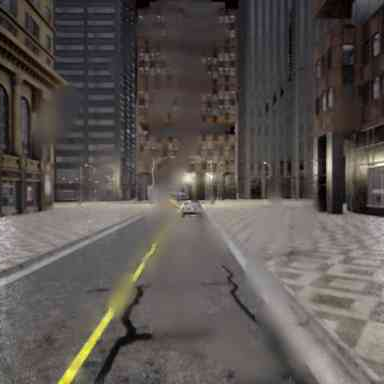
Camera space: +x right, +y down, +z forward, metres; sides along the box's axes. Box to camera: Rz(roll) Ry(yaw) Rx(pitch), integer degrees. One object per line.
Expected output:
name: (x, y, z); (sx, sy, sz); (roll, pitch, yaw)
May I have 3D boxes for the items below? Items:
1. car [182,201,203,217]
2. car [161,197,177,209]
car: (0.038, 1.535, 30.639); (2.033, 1.411, 5.357); (0, 0, 1)
car: (-3.035, 1.460, 44.953); (1.882, 1.535, 5.008); (0, 0, 0)
